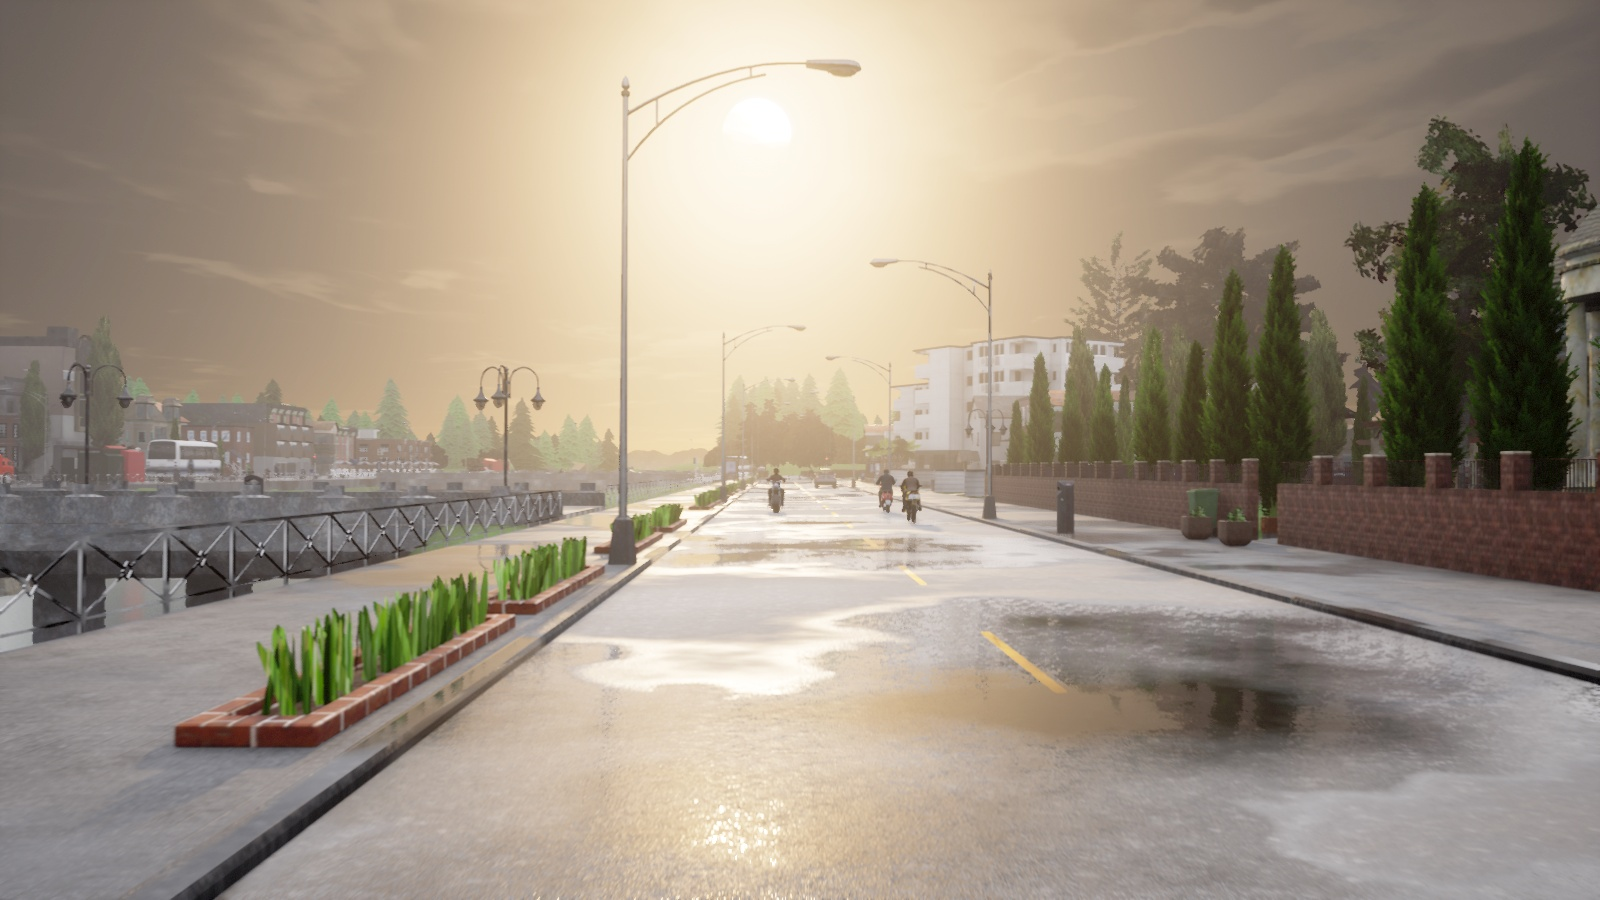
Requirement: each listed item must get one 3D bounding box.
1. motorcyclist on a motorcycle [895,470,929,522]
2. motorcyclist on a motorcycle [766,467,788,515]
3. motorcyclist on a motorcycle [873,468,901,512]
[{"bbox_3d":[3.310,1.350,37.421,0.797,1.523,2.044,0,-1,-1],"label":"motorcyclist on a motorcycle"},{"bbox_3d":[-0.820,1.446,44.732,0.766,1.649,2.350,0,-1,-1],"label":"motorcyclist on a motorcycle"},{"bbox_3d":[3.155,1.450,45.810,0.866,1.590,1.817,0,-1,-1],"label":"motorcyclist on a motorcycle"}]
